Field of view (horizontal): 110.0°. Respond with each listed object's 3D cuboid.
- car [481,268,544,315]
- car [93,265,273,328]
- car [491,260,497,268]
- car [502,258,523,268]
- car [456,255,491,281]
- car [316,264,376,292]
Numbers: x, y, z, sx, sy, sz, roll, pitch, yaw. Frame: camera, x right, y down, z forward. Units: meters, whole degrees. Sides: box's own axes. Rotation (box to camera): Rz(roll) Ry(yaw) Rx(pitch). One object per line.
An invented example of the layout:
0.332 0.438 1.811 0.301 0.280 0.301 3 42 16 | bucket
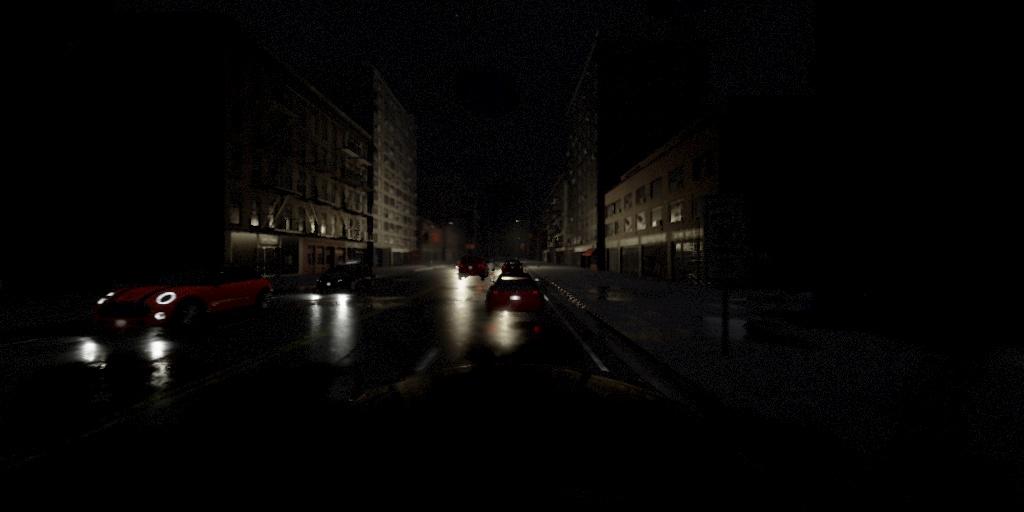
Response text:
0.102 1.313 13.502 1.994 1.385 4.181 0 0 0 | car
-9.845 1.102 11.272 2.097 1.767 4.553 0 0 0 | car
-3.182 1.270 47.350 1.812 1.442 4.674 0 0 0 | car
0.058 1.097 36.059 2.097 1.767 4.553 0 0 0 | car
-3.241 0.970 30.659 2.150 2.045 5.566 0 0 0 | car
-9.814 1.253 21.631 1.837 1.490 4.892 0 0 0 | car
